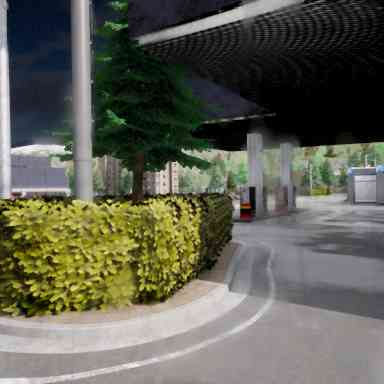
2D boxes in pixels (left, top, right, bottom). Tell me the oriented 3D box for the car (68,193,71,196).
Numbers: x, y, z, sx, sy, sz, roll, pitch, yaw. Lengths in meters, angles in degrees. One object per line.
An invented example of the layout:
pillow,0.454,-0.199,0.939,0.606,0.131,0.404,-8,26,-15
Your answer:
car,-24.199,1.123,63.874,3.866,1.878,1.905,-1,1,35

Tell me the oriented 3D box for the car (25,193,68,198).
car,-14.743,1.182,33.582,3.866,1.878,1.905,-1,1,35

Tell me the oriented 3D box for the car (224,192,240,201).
car,7.477,0.850,63.896,5.027,1.636,2.152,-1,1,35

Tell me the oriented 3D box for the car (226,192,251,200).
car,9.251,0.811,66.483,4.514,1.523,2.007,-1,1,35
